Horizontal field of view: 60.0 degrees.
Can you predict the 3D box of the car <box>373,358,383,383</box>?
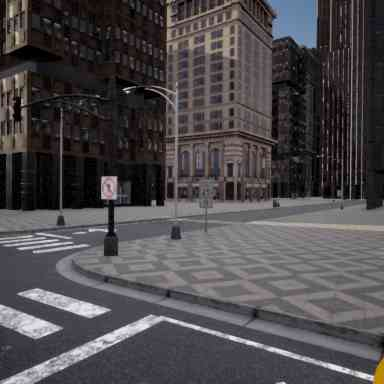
[{"bbox_3d":[3.469,1.478,1.219,5.008,1.535,1.882,0,0,35],"label":"car"}]
